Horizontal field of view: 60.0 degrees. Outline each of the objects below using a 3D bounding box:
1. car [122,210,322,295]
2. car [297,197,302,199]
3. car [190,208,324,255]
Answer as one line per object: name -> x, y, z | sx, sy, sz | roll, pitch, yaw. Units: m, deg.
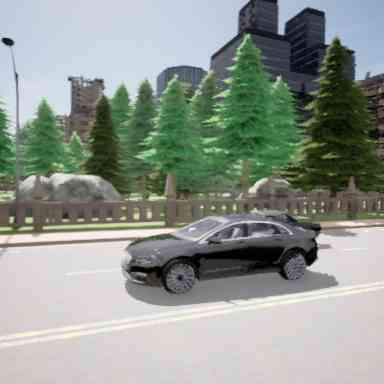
car -> 0.795, 1.337, 8.136 | 4.902, 1.511, 2.128 | 0, 1, -22
car -> 18.098, 0.470, 60.873 | 1.882, 1.535, 5.008 | 0, 1, -22
car -> 2.453, 1.375, 12.598 | 4.718, 1.301, 1.895 | 0, 1, -22
